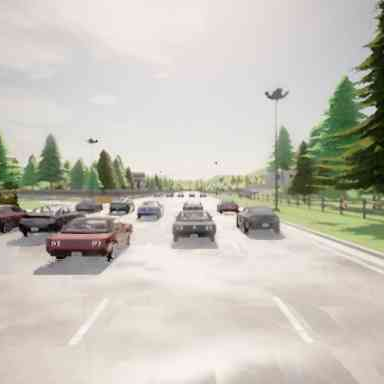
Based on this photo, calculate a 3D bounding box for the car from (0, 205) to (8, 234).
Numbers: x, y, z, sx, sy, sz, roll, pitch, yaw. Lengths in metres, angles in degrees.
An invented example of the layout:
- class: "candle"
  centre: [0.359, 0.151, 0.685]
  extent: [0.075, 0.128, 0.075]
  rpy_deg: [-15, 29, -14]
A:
- class: "car"
  centre: [-10.467, 1.442, 18.519]
  extent: [1.812, 1.442, 4.674]
  rpy_deg: [0, 0, -1]

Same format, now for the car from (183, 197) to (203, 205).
- class: "car"
  centre: [0.097, 1.459, 31.607]
  extent: [1.895, 1.301, 4.718]
  rpy_deg: [0, 0, 0]

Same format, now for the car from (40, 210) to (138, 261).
- class: "car"
  centre: [-3.405, 1.546, 12.066]
  extent: [1.895, 1.301, 4.718]
  rpy_deg: [0, 0, 0]

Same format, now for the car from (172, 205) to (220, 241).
- class: "car"
  centre: [0.098, 1.528, 16.062]
  extent: [1.895, 1.301, 4.718]
  rpy_deg: [0, 0, 0]

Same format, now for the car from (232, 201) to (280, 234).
- class: "car"
  centre: [3.584, 1.442, 18.525]
  extent: [1.812, 1.442, 4.674]
  rpy_deg: [0, 0, 0]

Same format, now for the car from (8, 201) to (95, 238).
- class: "car"
  centre: [-6.903, 1.415, 17.025]
  extent: [2.128, 1.511, 4.902]
  rpy_deg: [0, 0, 0]

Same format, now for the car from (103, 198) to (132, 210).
- class: "car"
  centre: [-6.903, 1.342, 33.170]
  extent: [2.128, 1.511, 4.902]
  rpy_deg: [0, 0, 0]

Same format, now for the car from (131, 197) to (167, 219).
- class: "car"
  centre: [-3.403, 1.422, 27.843]
  extent: [2.033, 1.411, 5.357]
  rpy_deg: [0, 0, 0]

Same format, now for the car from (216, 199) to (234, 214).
- class: "car"
  centre: [3.596, 1.412, 33.857]
  extent: [1.994, 1.385, 4.181]
  rpy_deg: [0, 0, 0]

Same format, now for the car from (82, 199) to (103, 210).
- class: "car"
  centre: [-10.403, 1.411, 33.863]
  extent: [1.994, 1.385, 4.181]
  rpy_deg: [0, 0, 0]
